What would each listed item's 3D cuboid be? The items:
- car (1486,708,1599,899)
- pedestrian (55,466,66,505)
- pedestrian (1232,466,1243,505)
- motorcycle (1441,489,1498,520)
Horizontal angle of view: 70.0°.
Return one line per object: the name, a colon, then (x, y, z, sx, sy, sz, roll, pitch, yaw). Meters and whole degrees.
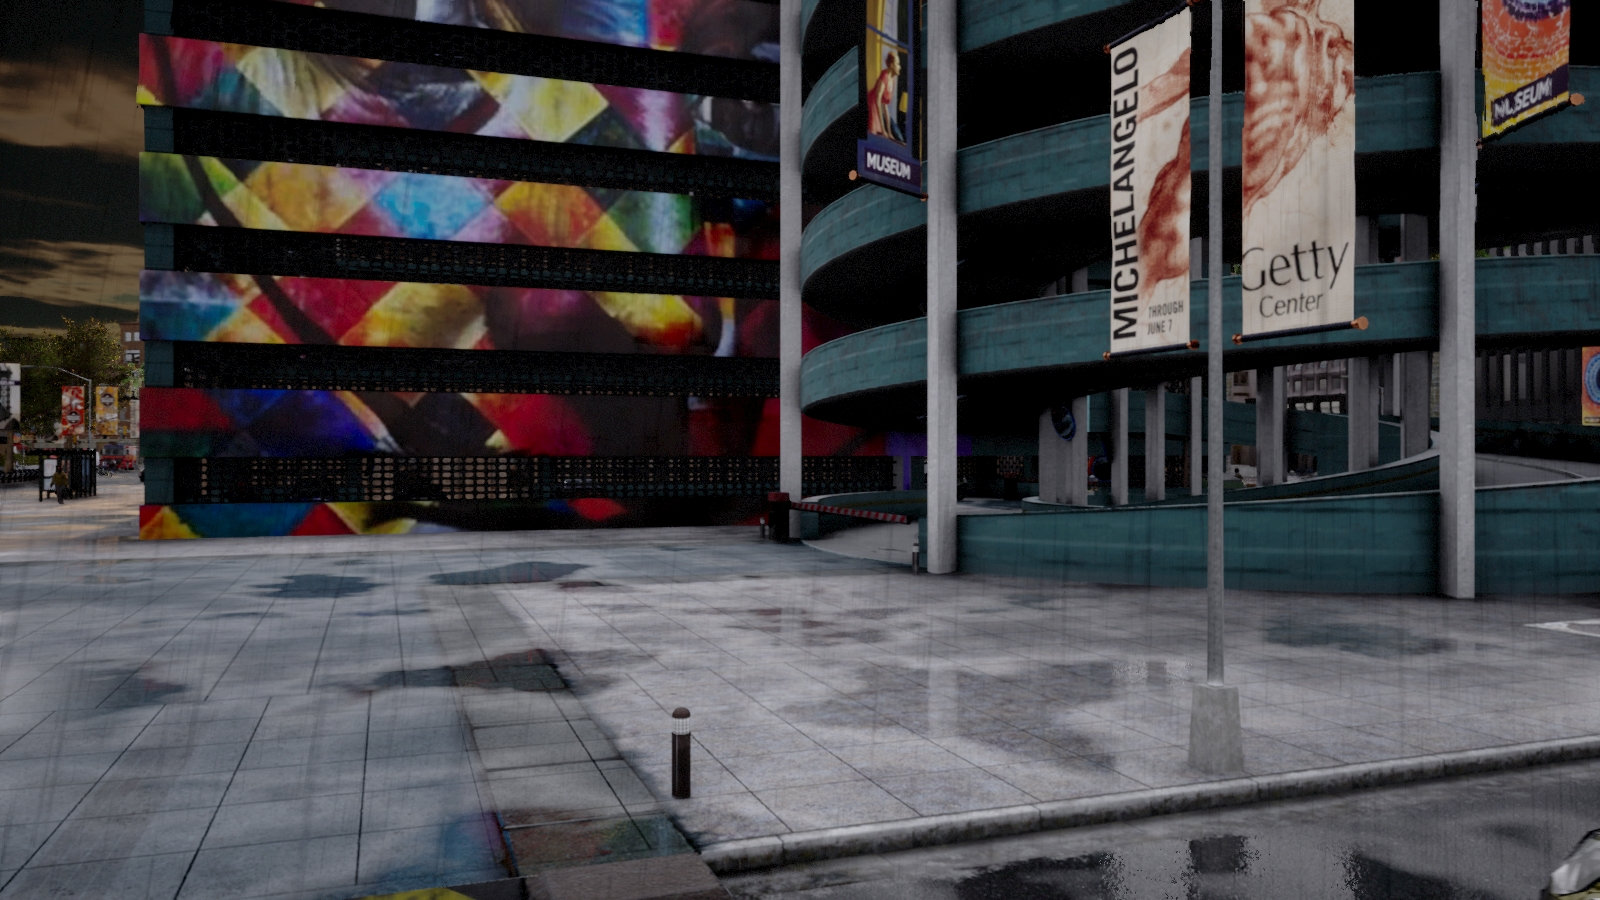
car: (5.484, 2.066, 5.344, 3.806, 1.475, 1.970, 0, 0, -21)
pedestrian: (-35.211, 1.694, 54.406, 0.375, 1.860, 0.375, 0, 0, -19)
pedestrian: (20.970, 1.704, 54.767, 0.375, 1.860, 0.375, 0, 0, -18)
motorcycle: (27.357, 2.219, 46.744, 0.803, 1.145, 2.033, 0, 0, -14)
